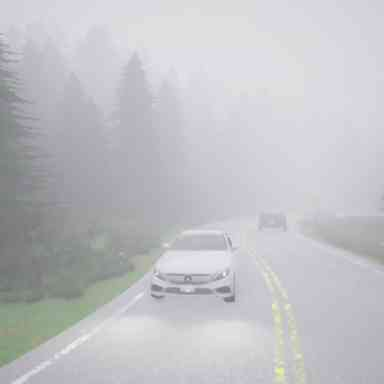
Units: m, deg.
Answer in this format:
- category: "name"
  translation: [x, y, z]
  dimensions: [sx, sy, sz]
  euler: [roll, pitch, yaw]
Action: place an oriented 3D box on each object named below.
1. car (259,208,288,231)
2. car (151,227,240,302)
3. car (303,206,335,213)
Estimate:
- category: "car"
  translation: [6.007, 1.929, 24.437]
  dimensions: [1.882, 1.535, 5.008]
  euler: [-1, -1, 16]
- category: "car"
  translation: [0.314, 1.726, 8.949]
  dimensions: [1.812, 1.442, 4.674]
  euler: [-1, -2, 10]
- category: "car"
  translation: [14.675, 2.335, 38.256]
  dimensions: [5.357, 1.411, 2.033]
  euler: [2, 0, -43]
